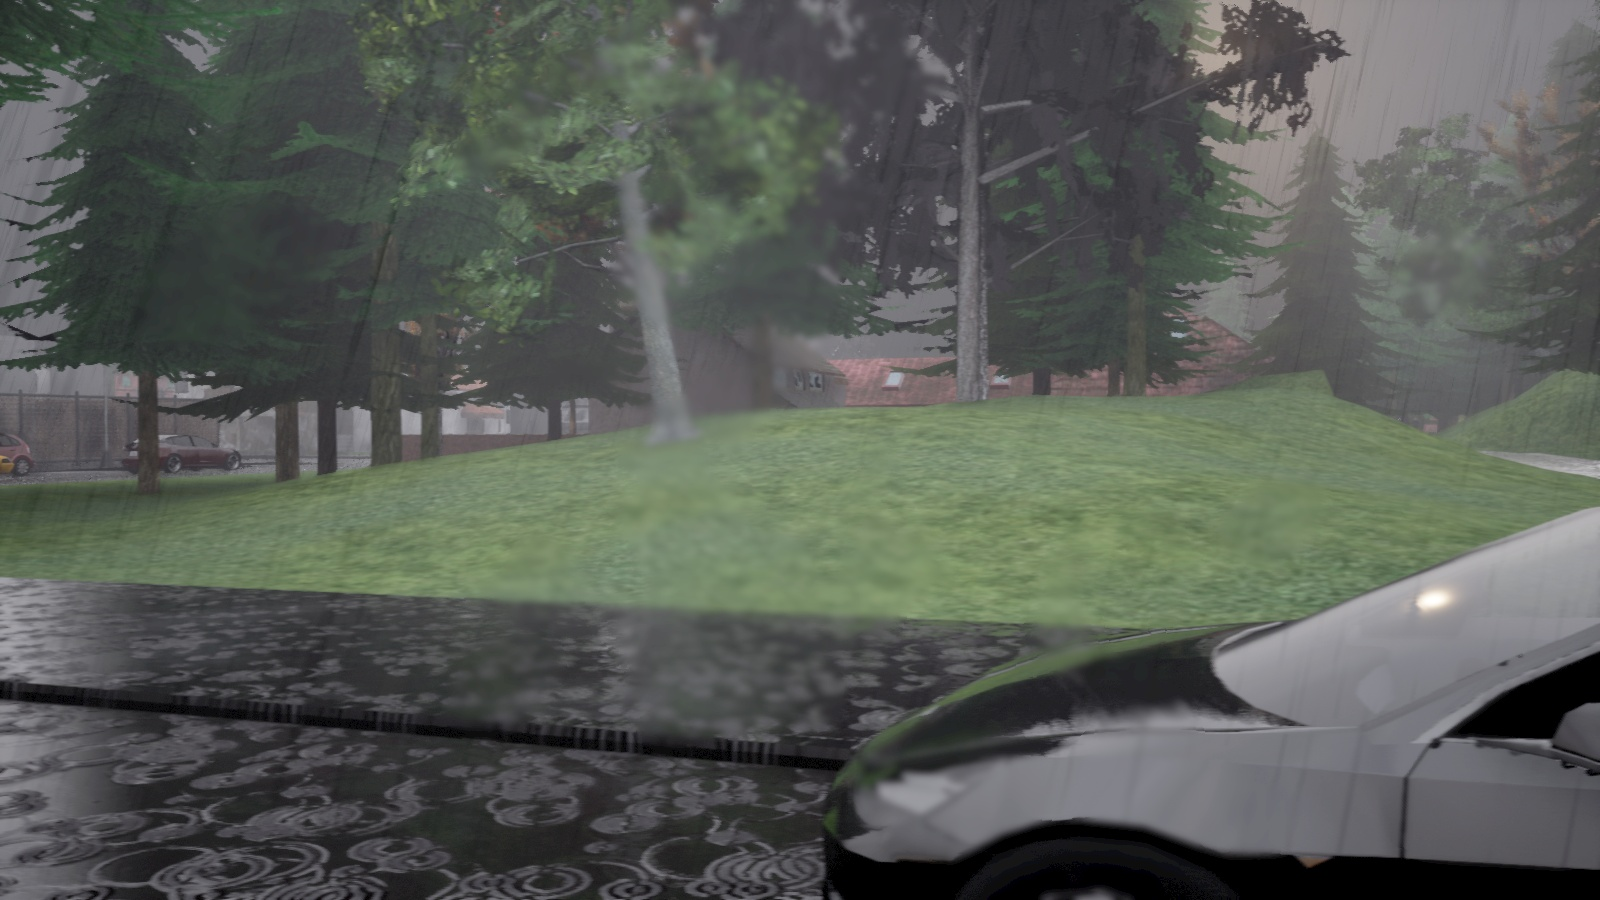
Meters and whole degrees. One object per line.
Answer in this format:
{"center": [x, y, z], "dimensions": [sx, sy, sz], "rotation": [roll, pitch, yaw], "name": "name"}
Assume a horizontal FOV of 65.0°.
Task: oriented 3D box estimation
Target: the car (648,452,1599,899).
{"center": [2.291, 0.788, 2.951], "dimensions": [4.792, 1.488, 2.163], "rotation": [1, 1, 19], "name": "car"}

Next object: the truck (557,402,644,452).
{"center": [-14.262, -1.655, 90.300], "dimensions": [2.891, 3.462, 7.936], "rotation": [1, 1, 18], "name": "truck"}

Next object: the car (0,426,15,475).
{"center": [-27.344, 0.042, 38.753], "dimensions": [1.801, 1.575, 5.366], "rotation": [1, 1, 19], "name": "car"}

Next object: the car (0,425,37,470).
{"center": [-29.597, -0.101, 44.623], "dimensions": [1.851, 1.617, 3.988], "rotation": [1, 1, 18], "name": "car"}

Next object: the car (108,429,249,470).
{"center": [-24.000, -0.044, 48.700], "dimensions": [2.163, 1.488, 4.792], "rotation": [1, 1, 18], "name": "car"}
